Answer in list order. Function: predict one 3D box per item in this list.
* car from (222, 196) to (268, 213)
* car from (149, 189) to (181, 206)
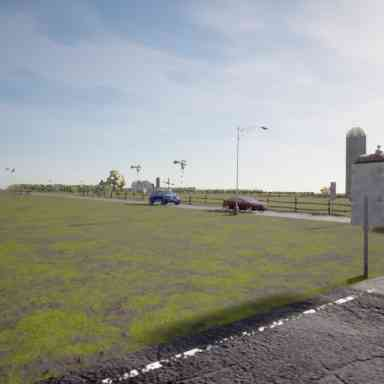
[{"bbox_3d":[5.037,1.148,32.106,1.882,1.535,5.008,1,0,-36],"label":"car"},{"bbox_3d":[-3.671,0.684,44.093,2.150,2.045,5.566,1,0,-36],"label":"car"}]
